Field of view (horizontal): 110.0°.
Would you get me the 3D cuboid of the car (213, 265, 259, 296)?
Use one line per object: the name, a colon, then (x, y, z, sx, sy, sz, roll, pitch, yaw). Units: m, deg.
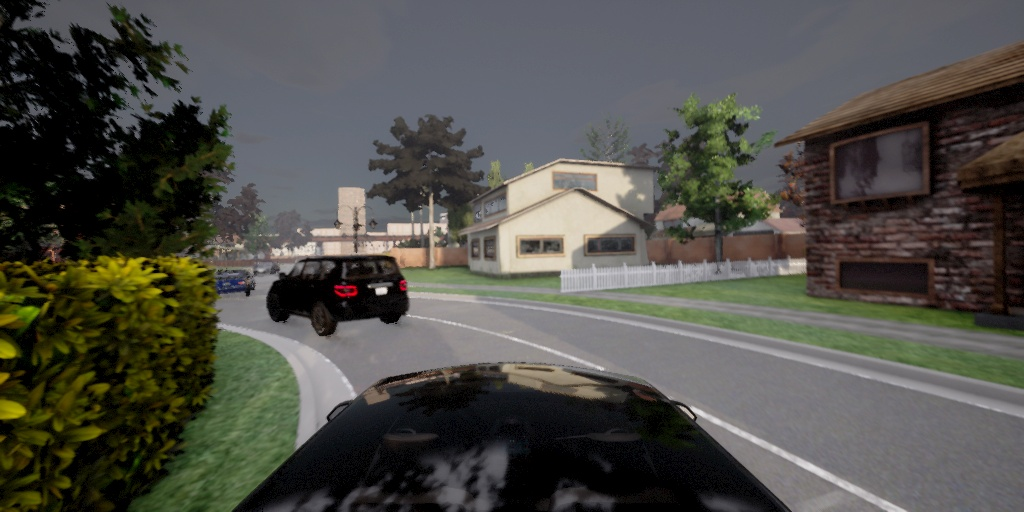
car: (-15.599, 1.450, 20.075, 2.033, 1.411, 5.357, -2, 1, -32)

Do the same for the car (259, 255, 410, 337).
car: (-5.348, 0.998, 10.763, 5.566, 2.045, 2.150, -1, 1, 40)

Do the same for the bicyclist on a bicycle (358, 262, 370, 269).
bicyclist on a bicycle: (-16.136, 0.939, 39.350, 1.656, 1.620, 0.582, -2, 1, -21)
